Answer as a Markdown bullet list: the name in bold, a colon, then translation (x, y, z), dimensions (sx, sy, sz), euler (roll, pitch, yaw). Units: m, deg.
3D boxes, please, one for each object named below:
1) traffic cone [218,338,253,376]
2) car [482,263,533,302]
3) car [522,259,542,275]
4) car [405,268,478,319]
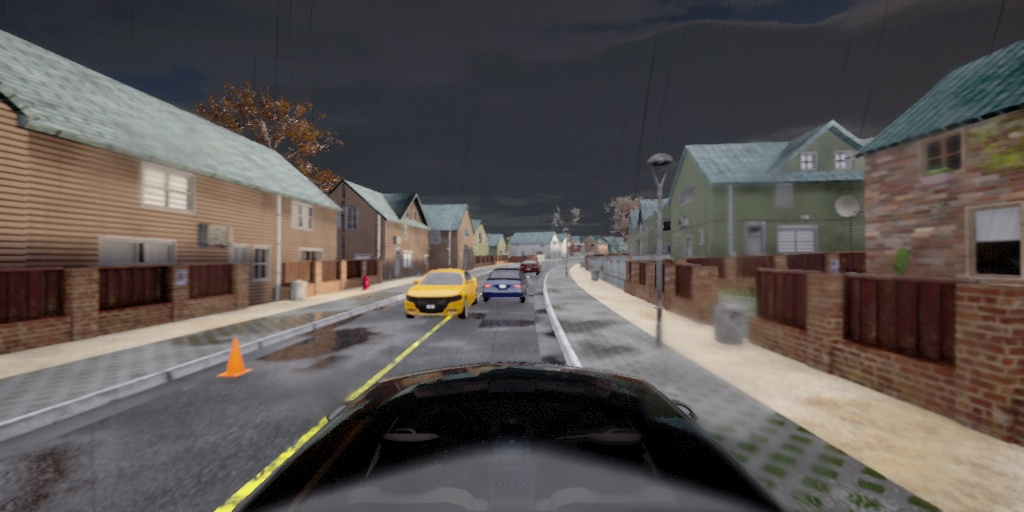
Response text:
- **traffic cone**: translation (-4.684, 1.693, 6.080), dimensions (0.340, 0.580, 0.340), euler (0, 0, 1)
- **car**: translation (-0.207, 1.262, 16.866), dimensions (2.033, 1.411, 5.357), euler (0, 0, 4)
- **car**: translation (1.912, 1.068, 36.202), dimensions (1.882, 1.535, 5.008), euler (0, 0, 8)
- **car**: translation (-2.353, 1.204, 12.956), dimensions (1.882, 1.535, 5.008), euler (0, 0, 1)
